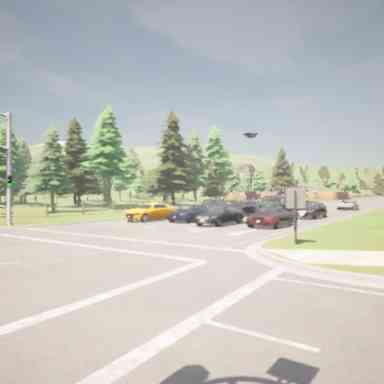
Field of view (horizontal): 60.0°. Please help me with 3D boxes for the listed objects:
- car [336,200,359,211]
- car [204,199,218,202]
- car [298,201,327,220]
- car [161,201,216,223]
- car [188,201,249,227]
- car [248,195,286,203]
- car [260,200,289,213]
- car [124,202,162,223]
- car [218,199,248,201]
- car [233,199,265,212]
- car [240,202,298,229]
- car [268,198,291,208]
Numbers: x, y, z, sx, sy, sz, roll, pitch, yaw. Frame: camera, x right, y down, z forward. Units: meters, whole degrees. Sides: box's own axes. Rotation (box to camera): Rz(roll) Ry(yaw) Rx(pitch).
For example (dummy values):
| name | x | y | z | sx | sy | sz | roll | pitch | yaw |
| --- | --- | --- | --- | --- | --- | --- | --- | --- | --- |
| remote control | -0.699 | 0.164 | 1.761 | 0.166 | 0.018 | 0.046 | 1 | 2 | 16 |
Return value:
| name | x | y | z | sx | sy | sz | roll | pitch | yaw |
| --- | --- | --- | --- | --- | --- | --- | --- | --- | --- |
| car | 19.554 | 1.674 | 41.789 | 1.895 | 1.301 | 4.718 | -1 | 0 | 36 |
| car | 1.998 | 1.528 | 35.613 | 2.097 | 1.767 | 4.553 | -1 | 0 | 36 |
| car | 10.524 | 1.569 | 29.482 | 2.128 | 1.511 | 4.902 | -1 | 0 | 36 |
| car | -0.143 | 1.709 | 26.753 | 1.994 | 1.385 | 4.181 | -1 | 0 | 37 |
| car | 2.035 | 1.638 | 23.816 | 1.812 | 1.442 | 4.674 | -1 | 0 | 36 |
| car | 7.768 | 1.331 | 31.645 | 2.150 | 2.045 | 5.566 | -1 | 0 | 36 |
| car | 10.185 | 1.705 | 40.864 | 1.994 | 1.385 | 4.181 | -1 | 0 | 36 |
| car | -3.484 | 1.656 | 28.127 | 1.882 | 1.535 | 5.008 | -1 | 0 | 36 |
| car | 4.929 | 1.648 | 33.689 | 1.837 | 1.490 | 4.892 | -1 | 0 | 36 |
| car | 7.406 | 1.666 | 42.986 | 2.128 | 1.511 | 4.902 | -1 | 0 | 36 |
| car | 5.252 | 1.643 | 22.287 | 1.994 | 1.385 | 4.181 | -1 | 0 | 36 |
| car | 13.500 | 1.698 | 51.265 | 1.812 | 1.442 | 4.674 | -1 | 0 | 36 |
